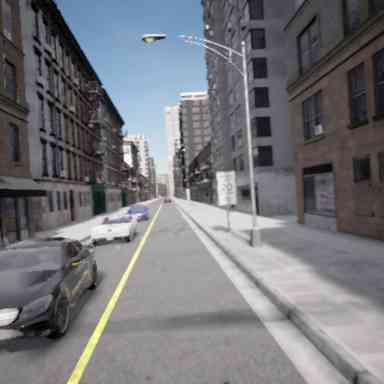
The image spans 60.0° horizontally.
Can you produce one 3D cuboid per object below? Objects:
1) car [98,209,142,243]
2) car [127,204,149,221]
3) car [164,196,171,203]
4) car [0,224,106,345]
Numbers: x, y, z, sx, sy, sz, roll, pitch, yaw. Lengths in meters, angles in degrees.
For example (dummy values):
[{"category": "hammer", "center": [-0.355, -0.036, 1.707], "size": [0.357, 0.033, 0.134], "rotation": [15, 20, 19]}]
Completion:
[{"category": "car", "center": [-4.016, 1.887, 17.734], "size": [1.895, 1.301, 4.718], "rotation": [-4, 0, -4]}, {"category": "car", "center": [-5.017, 1.907, 31.198], "size": [1.812, 1.442, 4.674], "rotation": [-4, 0, -4]}, {"category": "car", "center": [-6.391, 2.182, 86.820], "size": [1.994, 1.385, 4.181], "rotation": [-4, 0, -4]}, {"category": "car", "center": [-3.201, 1.742, 6.977], "size": [1.812, 1.442, 4.674], "rotation": [-4, 0, -6]}]
